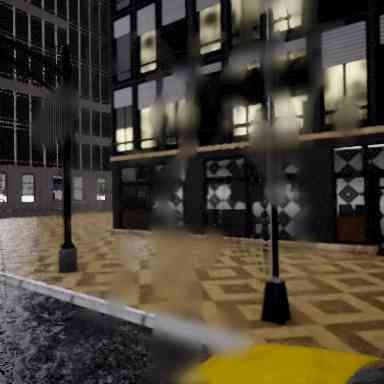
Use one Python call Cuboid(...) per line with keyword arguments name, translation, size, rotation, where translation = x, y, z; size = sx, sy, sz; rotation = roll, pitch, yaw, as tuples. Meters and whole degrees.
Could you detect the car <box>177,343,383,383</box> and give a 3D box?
Cuboid(name="car", translation=(1.908, 1.524, 1.696), size=(4.829, 1.417, 1.752), rotation=(0, -1, 36))
